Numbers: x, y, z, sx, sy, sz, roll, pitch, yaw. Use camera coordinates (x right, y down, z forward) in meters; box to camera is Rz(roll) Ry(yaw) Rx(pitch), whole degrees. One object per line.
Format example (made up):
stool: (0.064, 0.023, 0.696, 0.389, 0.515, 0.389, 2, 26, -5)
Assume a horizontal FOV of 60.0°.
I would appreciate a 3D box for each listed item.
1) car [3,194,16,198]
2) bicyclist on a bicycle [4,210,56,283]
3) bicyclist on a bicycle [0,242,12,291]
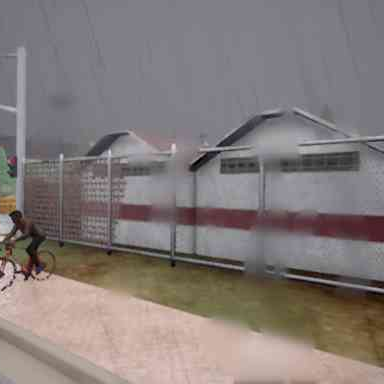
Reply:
car: (-22.346, 0.953, 42.722, 1.882, 1.535, 5.008, 1, 1, 35)
bicyclist on a bicycle: (-3.634, 1.216, 7.152, 0.582, 1.620, 1.656, 1, 1, 30)
bicyclist on a bicycle: (-3.989, 1.289, 5.350, 1.656, 1.620, 0.582, -11, 5, -33)
